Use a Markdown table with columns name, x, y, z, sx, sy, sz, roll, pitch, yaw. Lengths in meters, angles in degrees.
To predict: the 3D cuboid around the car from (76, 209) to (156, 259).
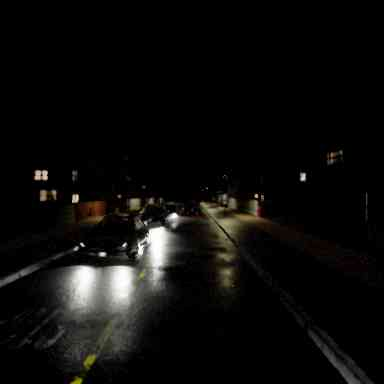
| name | x | y | z | sx | sy | sz | roll | pitch | yaw |
| --- | --- | --- | --- | --- | --- | --- | --- | --- | --- |
| car | -2.840 | 1.610 | 13.211 | 2.033 | 1.411 | 5.357 | 0 | 0 | 0 |

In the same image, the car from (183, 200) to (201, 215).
| name | x | y | z | sx | sy | sz | roll | pitch | yaw |
| --- | --- | --- | --- | --- | --- | --- | --- | --- | --- |
| car | 0.024 | 1.712 | 36.994 | 1.882 | 1.535 | 5.008 | 0 | -1 | 0 |

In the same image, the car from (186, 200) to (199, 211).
| name | x | y | z | sx | sy | sz | roll | pitch | yaw |
| --- | --- | --- | --- | --- | --- | --- | --- | --- | --- |
| car | 0.044 | 1.869 | 48.638 | 1.812 | 1.442 | 4.674 | 0 | 0 | 0 |

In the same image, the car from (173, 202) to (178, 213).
| name | x | y | z | sx | sy | sz | roll | pitch | yaw |
| --- | --- | --- | --- | --- | --- | --- | --- | --- | --- |
| car | -2.726 | 1.872 | 41.115 | 1.895 | 1.301 | 4.718 | 0 | -1 | 0 |

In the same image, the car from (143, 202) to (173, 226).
| name | x | y | z | sx | sy | sz | roll | pitch | yaw |
| --- | --- | --- | --- | --- | --- | --- | --- | --- | --- |
| car | -2.823 | 1.631 | 25.109 | 2.128 | 1.511 | 4.902 | 0 | 0 | 0 |
